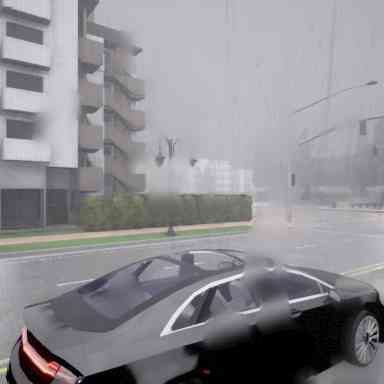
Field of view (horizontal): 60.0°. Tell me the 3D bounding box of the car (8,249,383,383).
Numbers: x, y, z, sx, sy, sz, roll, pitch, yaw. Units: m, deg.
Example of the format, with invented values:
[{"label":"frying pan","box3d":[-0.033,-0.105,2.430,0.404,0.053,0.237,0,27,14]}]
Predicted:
[{"label":"car","box3d":[0.520,1.492,4.128,4.902,1.511,2.128,0,0,-35]}]
